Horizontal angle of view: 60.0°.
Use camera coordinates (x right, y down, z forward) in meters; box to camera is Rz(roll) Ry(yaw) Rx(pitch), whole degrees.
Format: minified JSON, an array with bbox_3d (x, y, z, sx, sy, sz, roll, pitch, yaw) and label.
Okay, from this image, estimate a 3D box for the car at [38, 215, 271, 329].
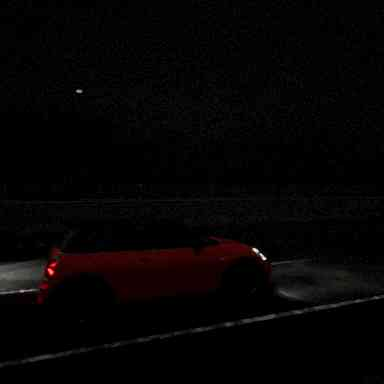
[{"bbox_3d":[-0.658,1.304,6.863,4.553,1.767,2.097,-1,-1,-22],"label":"car"}]
